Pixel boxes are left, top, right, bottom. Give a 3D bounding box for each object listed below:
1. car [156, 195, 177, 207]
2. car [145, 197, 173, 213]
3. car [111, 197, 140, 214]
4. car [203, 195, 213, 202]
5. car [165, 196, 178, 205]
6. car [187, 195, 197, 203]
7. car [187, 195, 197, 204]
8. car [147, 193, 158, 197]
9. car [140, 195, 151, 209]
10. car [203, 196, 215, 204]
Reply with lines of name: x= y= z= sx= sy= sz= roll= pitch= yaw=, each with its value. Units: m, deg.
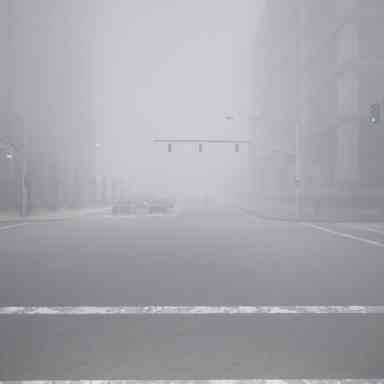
car: x=-3.592 y=1.478 z=46.752 sx=1.882 sy=1.535 sz=5.008 roll=0 pitch=0 yaw=0
car: x=-3.595 y=1.547 z=37.082 sx=2.033 sy=1.411 sz=5.357 roll=0 pitch=0 yaw=0
car: x=-7.095 y=1.505 z=34.913 sx=1.837 sy=1.490 sz=4.892 roll=0 pitch=0 yaw=0
car: x=3.511 y=1.507 z=73.695 sx=1.812 sy=1.442 sz=4.674 roll=0 pitch=0 yaw=0
car: x=-3.572 y=1.492 z=58.603 sx=2.128 sy=1.511 sz=4.902 roll=0 pitch=0 yaw=0
car: x=0.011 y=1.508 z=73.696 sx=2.128 sy=1.511 sz=4.902 roll=0 pitch=0 yaw=0
car: x=0.009 y=1.491 z=64.309 sx=2.128 sy=1.511 sz=4.902 roll=0 pitch=0 yaw=0
car: x=-7.074 y=1.223 z=58.317 sx=2.150 sy=2.045 sz=5.566 roll=0 pitch=0 yaw=0
car: x=-7.091 y=1.505 z=44.317 sx=1.837 sy=1.490 sz=4.892 roll=0 pitch=0 yaw=0
car: x=3.510 y=1.491 z=64.620 sx=2.128 sy=1.511 sz=4.902 roll=0 pitch=0 yaw=0
